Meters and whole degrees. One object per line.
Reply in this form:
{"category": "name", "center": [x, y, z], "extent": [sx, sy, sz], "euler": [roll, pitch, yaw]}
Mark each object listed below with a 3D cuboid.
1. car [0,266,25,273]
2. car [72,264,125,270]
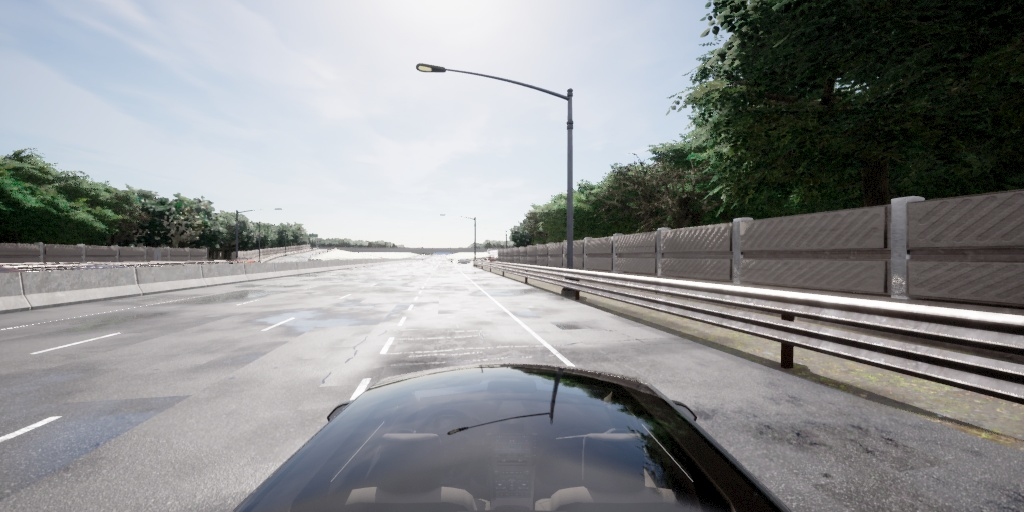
{"category": "car", "center": [-32.245, 1.280, 21.492], "extent": [1.812, 1.442, 4.674], "euler": [0, 0, -11]}
{"category": "car", "center": [-29.442, 1.306, 25.437], "extent": [2.033, 1.411, 5.357], "euler": [0, 0, -11]}
